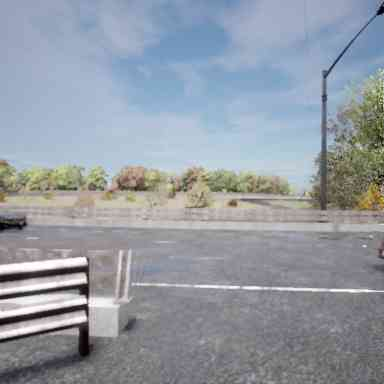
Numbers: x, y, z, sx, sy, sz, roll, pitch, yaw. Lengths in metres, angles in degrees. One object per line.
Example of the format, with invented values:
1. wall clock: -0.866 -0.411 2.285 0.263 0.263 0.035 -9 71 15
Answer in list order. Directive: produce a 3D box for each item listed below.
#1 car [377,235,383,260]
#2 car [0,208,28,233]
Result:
1. car: 7.903 1.646 9.570 4.674 1.442 1.812 1 0 1
2. car: -11.742 1.440 18.687 5.008 1.535 1.882 1 0 12
